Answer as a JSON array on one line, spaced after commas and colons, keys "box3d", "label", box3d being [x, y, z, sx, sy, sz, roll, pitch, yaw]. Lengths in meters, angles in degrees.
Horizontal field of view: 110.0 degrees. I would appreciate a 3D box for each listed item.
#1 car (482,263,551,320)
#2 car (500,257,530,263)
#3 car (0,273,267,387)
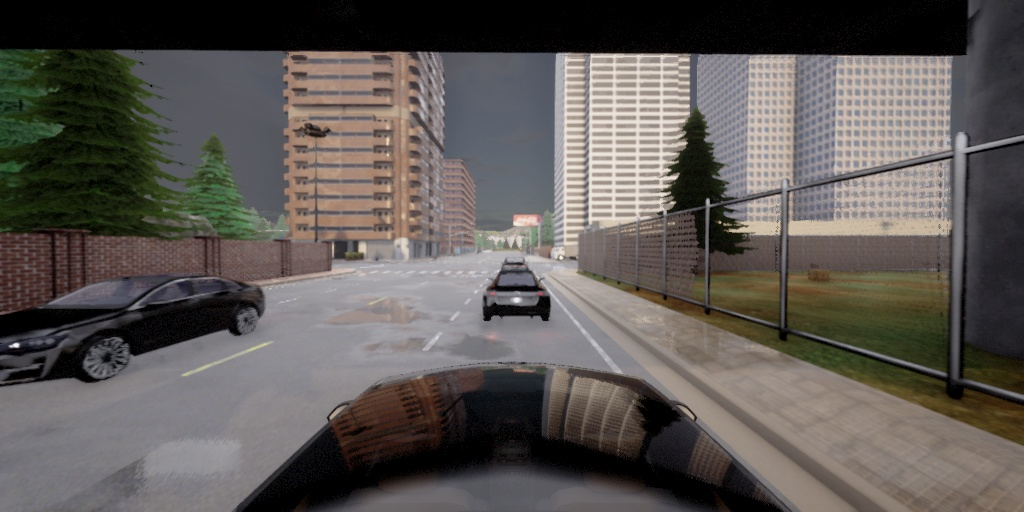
[{"box3d": [0.142, 1.116, 11.675, 1.994, 1.385, 4.181, 0, 1, 1], "label": "car"}, {"box3d": [0.212, 0.790, 24.408, 2.128, 1.511, 4.902, 0, 1, 1], "label": "car"}, {"box3d": [-7.080, 1.127, 6.965, 2.128, 1.511, 4.902, 0, 1, 0], "label": "car"}]
